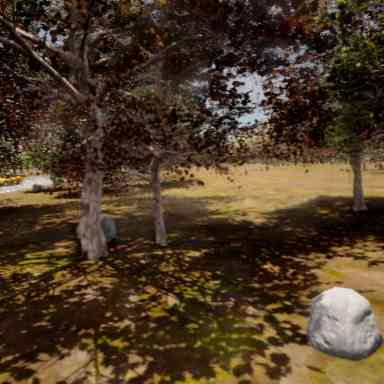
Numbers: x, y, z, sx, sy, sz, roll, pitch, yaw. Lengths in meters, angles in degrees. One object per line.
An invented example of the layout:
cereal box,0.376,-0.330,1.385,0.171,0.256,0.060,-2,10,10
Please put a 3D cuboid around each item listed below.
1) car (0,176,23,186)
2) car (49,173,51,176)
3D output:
car,-25.990,-1.696,46.884,1.882,1.535,5.008,-1,6,6
car,-24.185,-3.667,61.729,2.150,2.045,5.566,-1,7,7
